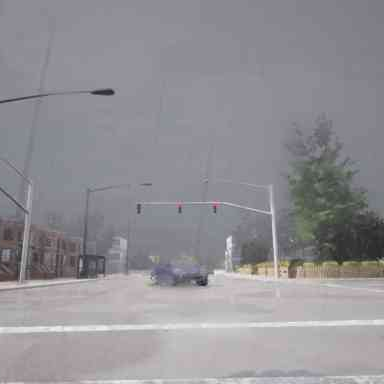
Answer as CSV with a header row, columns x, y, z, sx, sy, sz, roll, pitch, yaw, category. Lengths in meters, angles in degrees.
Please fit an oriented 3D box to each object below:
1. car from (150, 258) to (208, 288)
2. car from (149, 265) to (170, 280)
x,y,z,sx,sy,sz,roll,pitch,yaw,category
-0.813,4.781,20.111,2.097,1.767,4.553,5,-14,-23,car
-3.468,8.844,36.566,1.837,1.490,4.892,-1,-13,0,car
